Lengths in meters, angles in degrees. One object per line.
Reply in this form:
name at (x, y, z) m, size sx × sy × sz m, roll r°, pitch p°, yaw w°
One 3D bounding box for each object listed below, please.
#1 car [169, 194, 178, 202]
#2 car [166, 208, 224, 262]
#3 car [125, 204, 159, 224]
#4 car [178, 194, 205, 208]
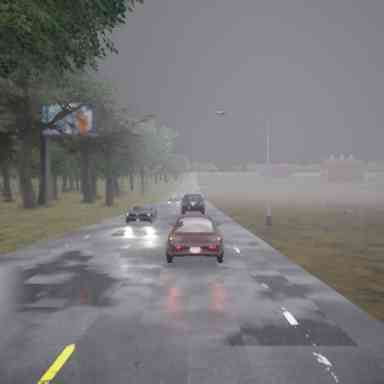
car at (-3.506, 1.189, 65.644) m, size 1.812 × 1.442 × 4.674 m, roll 0°, pitch 1°, yaw 0°
car at (0.098, 1.525, 12.035) m, size 1.812 × 1.442 × 4.674 m, roll 0°, pitch 0°, yaw 0°
car at (-3.596, 1.575, 24.369) m, size 1.895 × 1.301 × 4.718 m, roll 0°, pitch 0°, yaw 0°
car at (0.102, 1.166, 32.104) m, size 2.150 × 2.045 × 5.566 m, roll 0°, pitch 0°, yaw 0°
